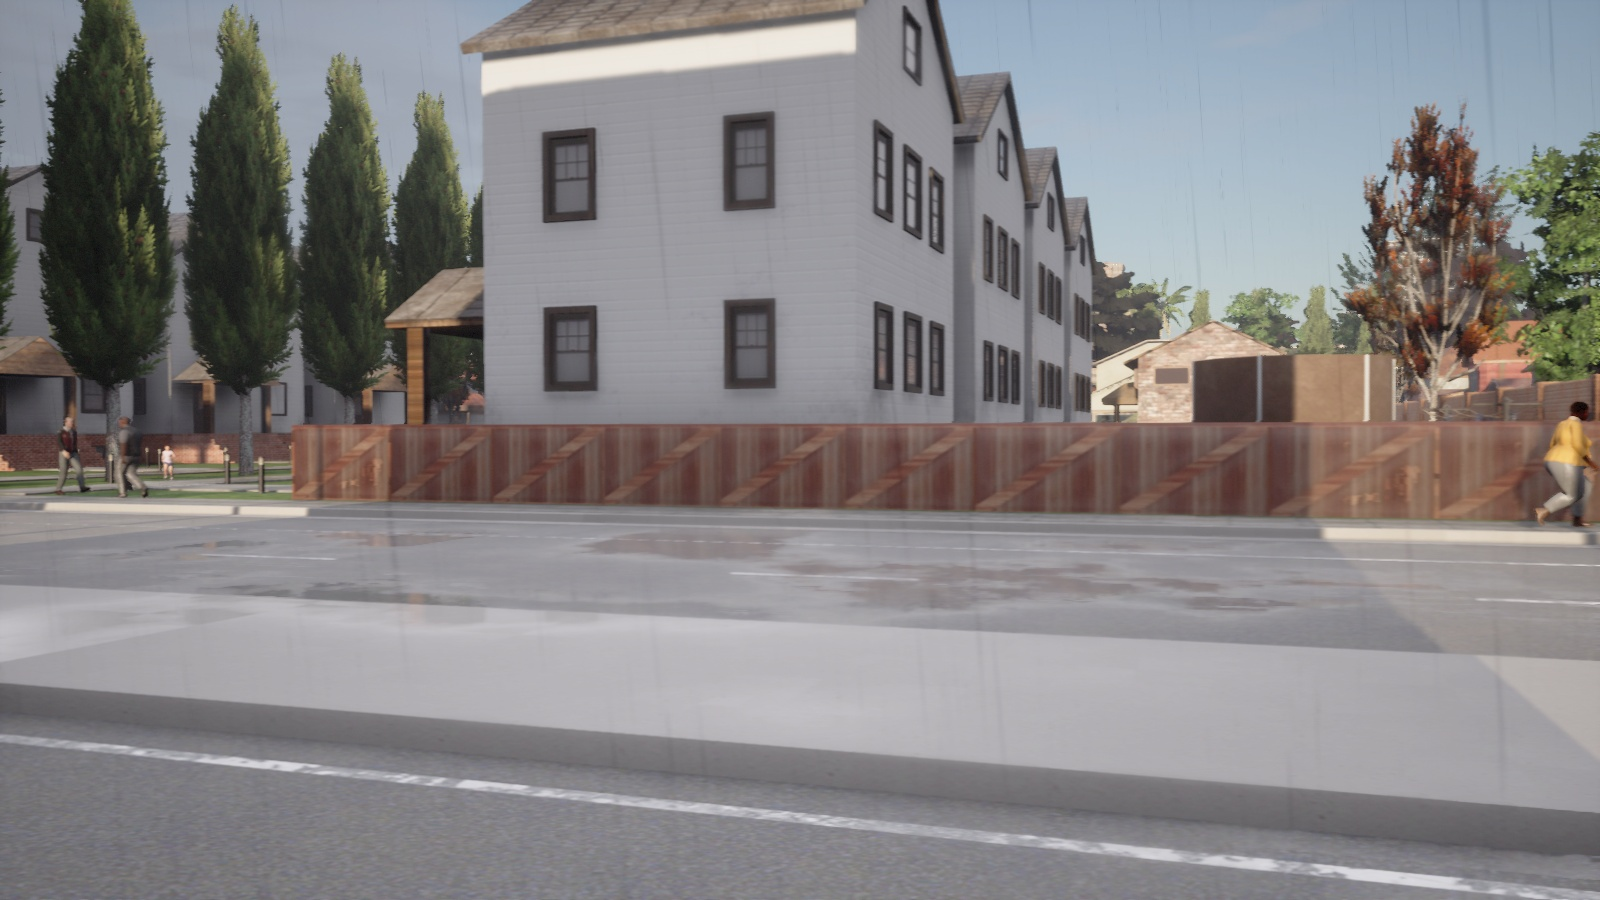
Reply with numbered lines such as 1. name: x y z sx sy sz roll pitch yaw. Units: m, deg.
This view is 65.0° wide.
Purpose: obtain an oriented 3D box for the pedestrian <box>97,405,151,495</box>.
1. pedestrian: -14.437 -0.004 26.817 0.849 1.883 0.563 0 1 16

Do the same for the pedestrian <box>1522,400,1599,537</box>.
1. pedestrian: 10.682 0.242 17.493 0.900 1.855 0.874 1 1 18

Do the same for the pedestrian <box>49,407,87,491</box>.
1. pedestrian: -16.400 -0.031 28.154 0.720 1.854 0.376 1 1 24

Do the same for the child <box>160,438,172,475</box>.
1. child: -18.765 0.188 37.152 0.255 1.110 0.394 0 1 -17
